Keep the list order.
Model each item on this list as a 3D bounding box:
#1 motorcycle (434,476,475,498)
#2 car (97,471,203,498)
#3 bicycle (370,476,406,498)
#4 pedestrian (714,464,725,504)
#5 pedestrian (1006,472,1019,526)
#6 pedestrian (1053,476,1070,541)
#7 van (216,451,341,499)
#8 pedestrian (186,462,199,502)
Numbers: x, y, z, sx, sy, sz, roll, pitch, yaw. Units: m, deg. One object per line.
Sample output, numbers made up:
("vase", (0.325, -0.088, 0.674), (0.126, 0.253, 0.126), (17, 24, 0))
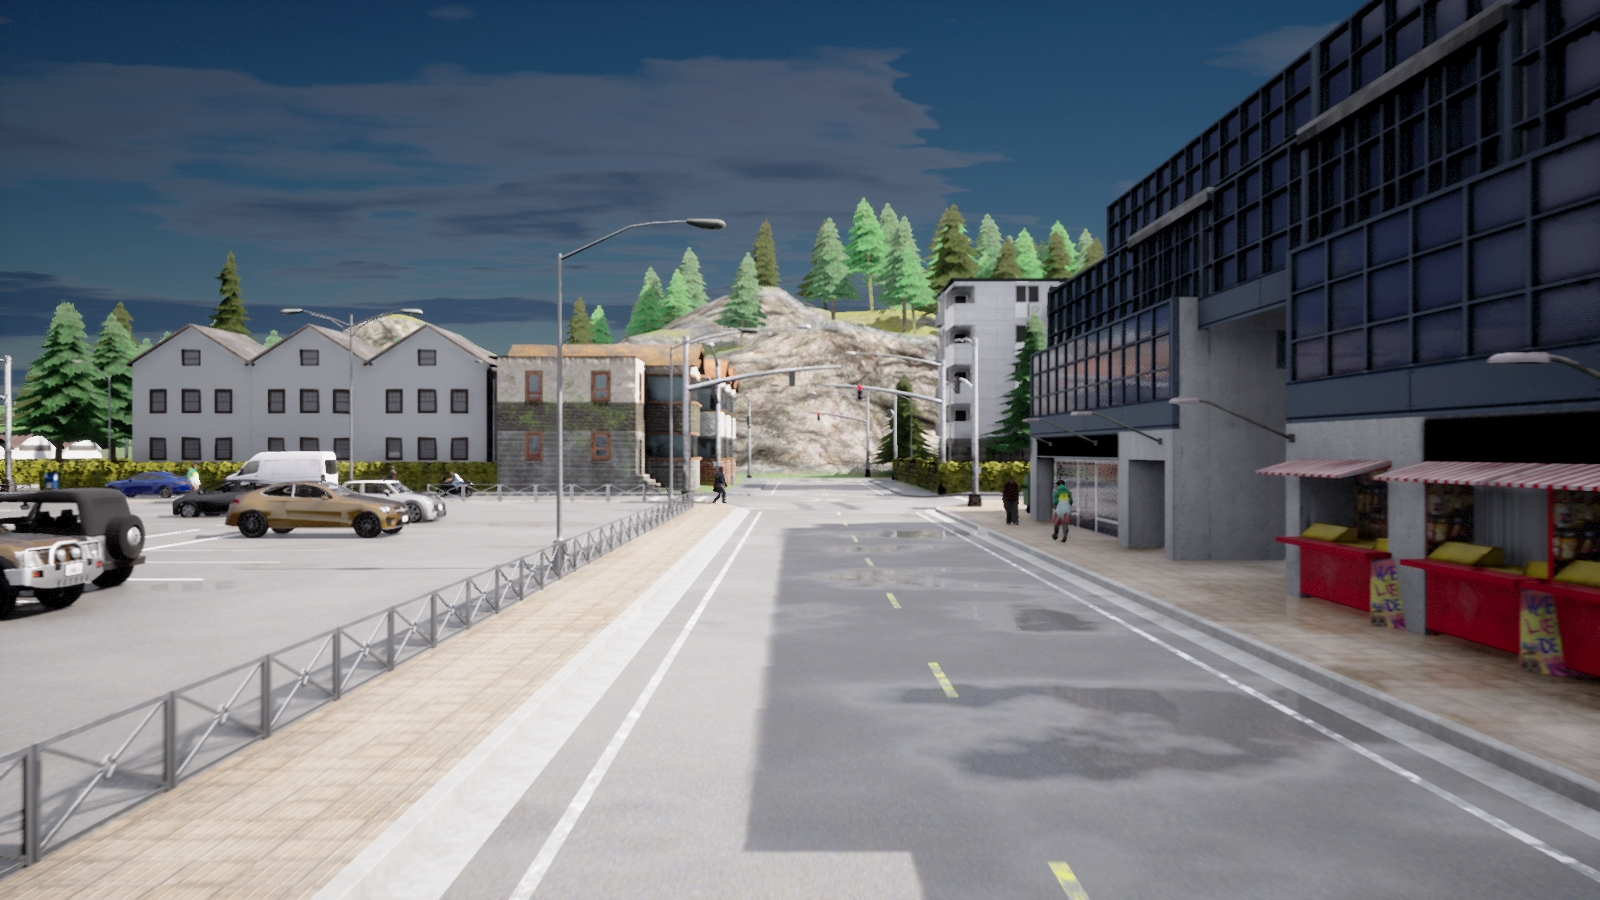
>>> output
("motorcycle", (-18.970, 2.026, 62.747), (2.033, 1.145, 0.803), (0, 0, 0))
("car", (-35.692, 1.895, 62.784), (4.674, 1.442, 2.002), (0, 0, 0))
("bicycle", (-22.662, 2.023, 62.801), (1.835, 1.171, 0.329), (0, 0, 0))
("pedestrian", (-3.818, 1.606, 54.180), (0.375, 1.860, 0.375), (0, 0, 24))
("pedestrian", (7.385, 1.682, 39.719), (0.375, 1.860, 0.375), (0, 0, -5))
("pedestrian", (7.537, 1.680, 32.937), (0.375, 1.860, 0.375), (0, 0, -4))
("van", (-28.590, 1.348, 62.753), (5.915, 2.561, 1.988), (0, 0, 0))
("pedestrian", (-28.652, 1.520, 53.868), (0.375, 1.860, 0.375), (0, 0, 6))
